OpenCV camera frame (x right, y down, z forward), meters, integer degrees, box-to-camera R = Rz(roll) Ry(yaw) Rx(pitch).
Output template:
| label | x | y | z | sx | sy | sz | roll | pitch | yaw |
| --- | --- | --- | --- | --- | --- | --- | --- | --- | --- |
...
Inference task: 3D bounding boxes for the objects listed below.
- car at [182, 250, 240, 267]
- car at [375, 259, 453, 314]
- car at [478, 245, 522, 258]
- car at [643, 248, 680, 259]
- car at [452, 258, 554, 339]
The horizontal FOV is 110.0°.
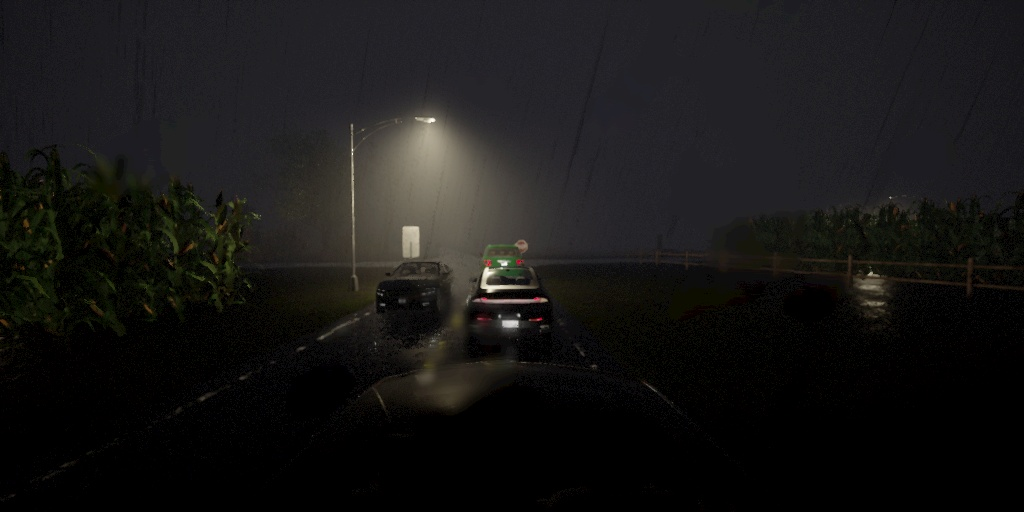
| label | x | y | z | sx | sy | sz | roll | pitch | yaw |
| --- | --- | --- | --- | --- | --- | --- | --- | --- | --- |
| car | -30.316 | 0.189 | 36.195 | 4.553 | 1.767 | 2.097 | -1 | 2 | -6 |
| car | -3.096 | 0.885 | 12.301 | 1.882 | 1.535 | 5.008 | 0 | 2 | -2 |
| car | -0.623 | 0.393 | 19.752 | 2.150 | 2.045 | 5.566 | 0 | 2 | -6 |
| car | 19.354 | -0.344 | 46.514 | 4.674 | 1.442 | 1.812 | -1 | 2 | -9 |
| car | -0.090 | 0.997 | 9.219 | 2.128 | 1.511 | 4.902 | 0 | 2 | -2 |
